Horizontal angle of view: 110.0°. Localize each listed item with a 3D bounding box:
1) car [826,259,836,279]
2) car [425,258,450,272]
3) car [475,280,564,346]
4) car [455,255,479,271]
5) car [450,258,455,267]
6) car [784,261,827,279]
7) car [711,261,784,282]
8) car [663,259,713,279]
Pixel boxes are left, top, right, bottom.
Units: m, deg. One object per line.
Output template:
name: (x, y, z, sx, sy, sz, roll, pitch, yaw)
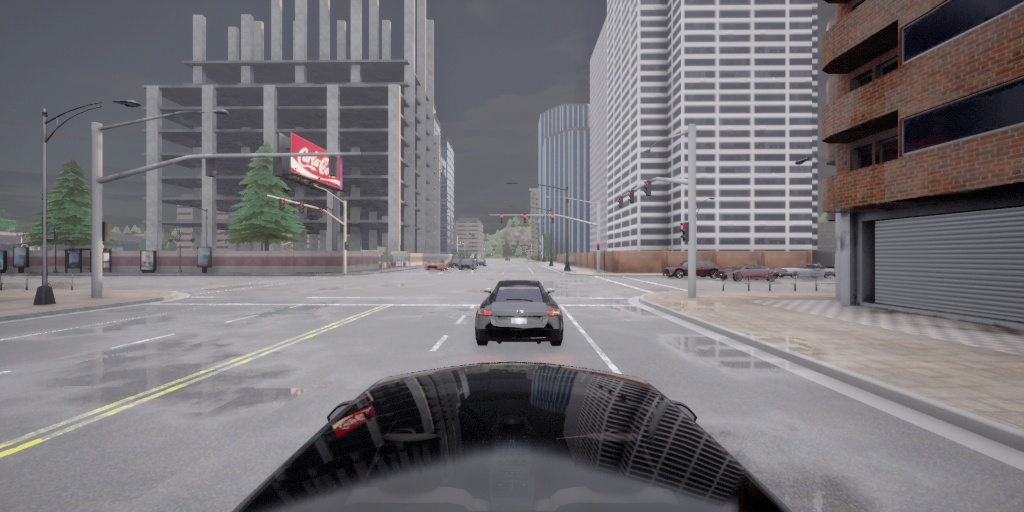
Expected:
car: (28.693, 1.227, 28.667, 5.008, 1.535, 1.882, 0, 0, 1)
car: (-9.813, 1.102, 46.503, 2.097, 1.767, 4.553, 0, 0, 1)
car: (0.193, 1.314, 9.444, 1.994, 1.385, 4.181, 0, 0, 1)
car: (-6.244, 1.101, 50.157, 2.097, 1.767, 4.553, 0, 0, 1)
car: (-9.520, 1.101, 61.233, 2.097, 1.767, 4.553, 0, 0, 1)
car: (26.297, 1.351, 32.206, 4.718, 1.301, 1.895, 0, 0, 1)
car: (18.807, 1.314, 28.809, 4.181, 1.385, 1.994, 0, 0, 1)
car: (16.083, 1.102, 32.345, 4.553, 1.767, 2.097, 0, 0, 1)
